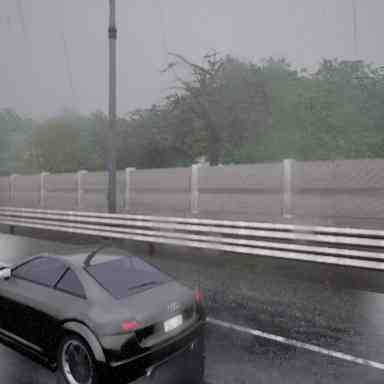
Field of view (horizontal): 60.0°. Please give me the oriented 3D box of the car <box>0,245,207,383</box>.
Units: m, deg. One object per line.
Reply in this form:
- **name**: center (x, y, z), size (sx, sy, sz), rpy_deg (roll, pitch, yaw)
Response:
- **car**: center (-1.851, 1.549, 5.205), size (4.181, 1.385, 1.994), rpy_deg (0, 0, 36)
